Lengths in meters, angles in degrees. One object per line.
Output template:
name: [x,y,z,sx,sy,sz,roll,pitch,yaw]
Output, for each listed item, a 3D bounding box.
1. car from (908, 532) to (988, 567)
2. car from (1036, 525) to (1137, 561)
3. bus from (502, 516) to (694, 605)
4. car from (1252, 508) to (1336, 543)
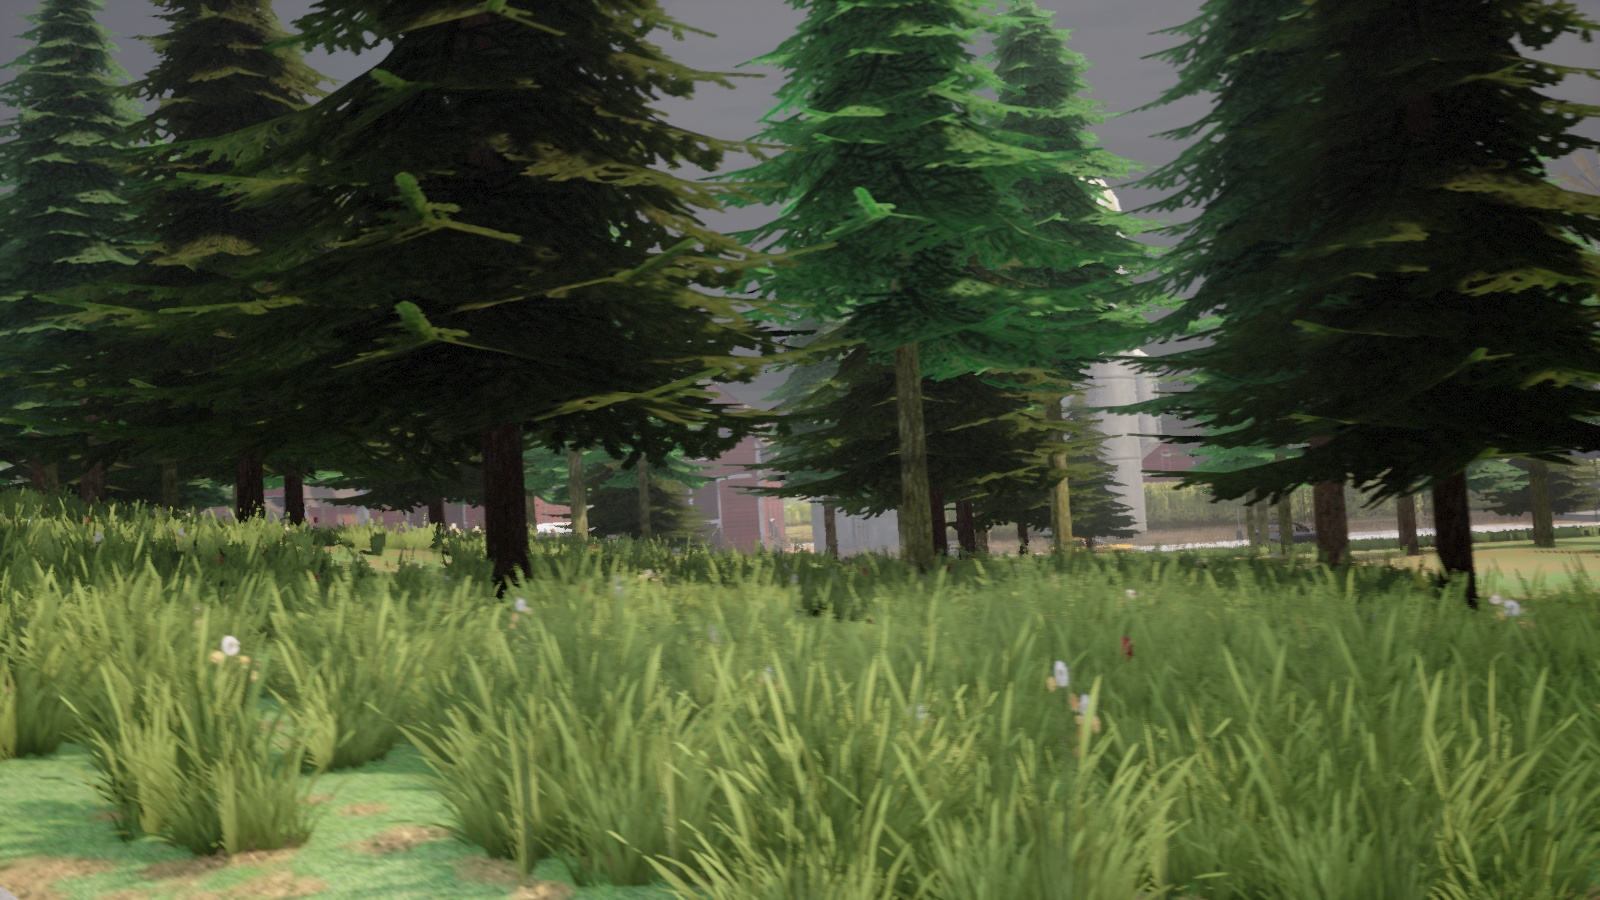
car: [8.944,6.054,76.423,4.611,1.667,2.242,-5,-2,4]
car: [16.497,5.359,72.432,5.366,1.575,1.801,-5,-2,4]
bus: [-11.825,6.471,74.287,10.273,4.253,3.944,-5,-2,4]
car: [28.159,4.318,71.688,3.988,1.617,1.851,-5,-2,4]
